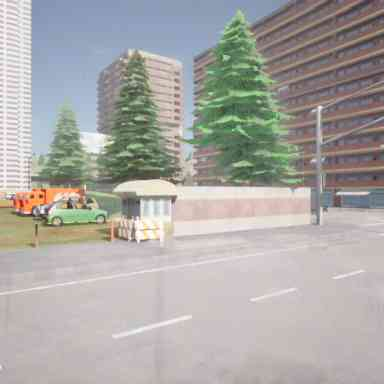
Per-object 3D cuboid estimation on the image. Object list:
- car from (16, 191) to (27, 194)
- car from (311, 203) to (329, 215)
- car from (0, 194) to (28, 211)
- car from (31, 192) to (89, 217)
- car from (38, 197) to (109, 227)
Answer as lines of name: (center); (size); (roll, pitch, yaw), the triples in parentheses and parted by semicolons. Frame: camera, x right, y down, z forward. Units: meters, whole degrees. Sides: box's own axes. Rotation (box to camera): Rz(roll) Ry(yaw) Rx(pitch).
car: (-25.799, 1.204, 46.638); (3.866, 1.878, 1.905); (0, 0, -35)
car: (11.293, 1.601, 34.466); (2.033, 1.411, 5.357); (0, 0, -35)
car: (-24.520, 1.394, 44.116); (4.193, 1.474, 1.816); (0, 0, -35)
car: (-9.461, 1.172, 25.546); (4.605, 1.855, 1.932); (0, 0, -35)
car: (-7.437, 1.340, 21.496); (3.988, 1.617, 1.851); (0, 0, -35)
